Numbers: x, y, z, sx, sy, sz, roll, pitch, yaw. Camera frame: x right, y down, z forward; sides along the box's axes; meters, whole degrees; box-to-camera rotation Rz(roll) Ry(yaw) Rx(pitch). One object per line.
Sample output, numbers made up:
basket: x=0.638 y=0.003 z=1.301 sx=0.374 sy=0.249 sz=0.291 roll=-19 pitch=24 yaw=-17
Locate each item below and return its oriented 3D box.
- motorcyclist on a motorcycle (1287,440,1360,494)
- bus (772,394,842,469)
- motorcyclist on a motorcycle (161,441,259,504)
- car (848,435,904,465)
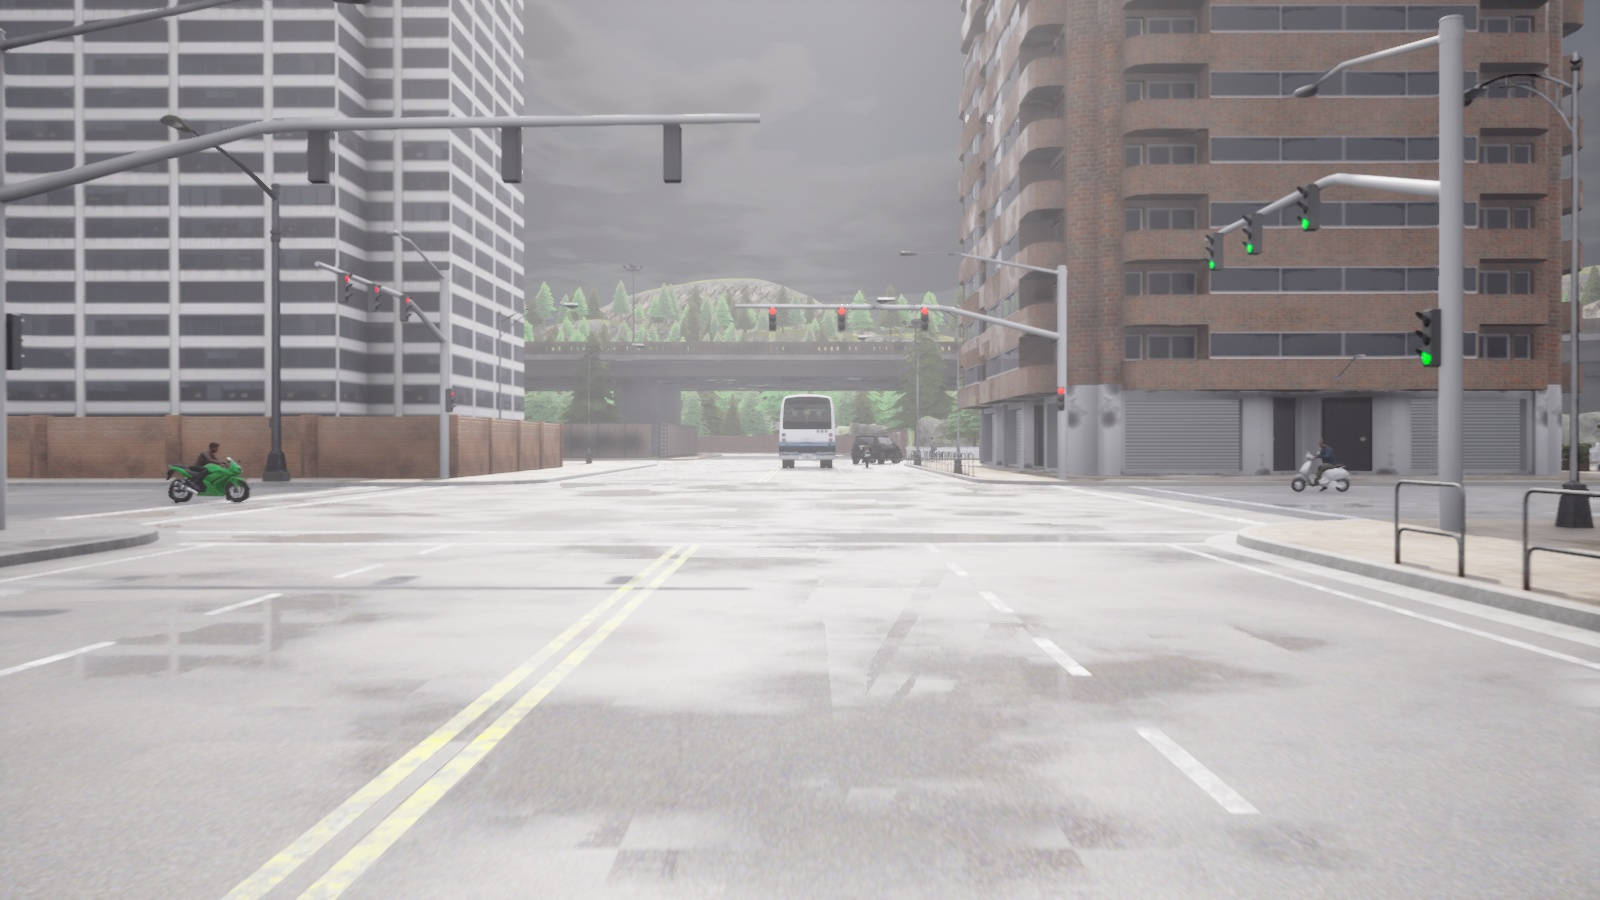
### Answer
motorcyclist on a motorcycle: x=15.647 y=0.501 z=37.578 sx=1.817 sy=1.590 sz=0.866 roll=0 pitch=0 yaw=1
bus: x=0.443 y=-1.059 z=76.206 sx=3.944 sy=4.253 sz=10.273 roll=0 pitch=0 yaw=0
motorcyclist on a motorcycle: x=-14.535 y=0.542 z=30.974 sx=2.044 sy=1.523 sz=0.797 roll=0 pitch=0 yaw=-2
car: x=5.363 y=-0.029 z=87.620 sx=2.150 sy=2.045 sz=5.566 roll=0 pitch=0 yaw=23
